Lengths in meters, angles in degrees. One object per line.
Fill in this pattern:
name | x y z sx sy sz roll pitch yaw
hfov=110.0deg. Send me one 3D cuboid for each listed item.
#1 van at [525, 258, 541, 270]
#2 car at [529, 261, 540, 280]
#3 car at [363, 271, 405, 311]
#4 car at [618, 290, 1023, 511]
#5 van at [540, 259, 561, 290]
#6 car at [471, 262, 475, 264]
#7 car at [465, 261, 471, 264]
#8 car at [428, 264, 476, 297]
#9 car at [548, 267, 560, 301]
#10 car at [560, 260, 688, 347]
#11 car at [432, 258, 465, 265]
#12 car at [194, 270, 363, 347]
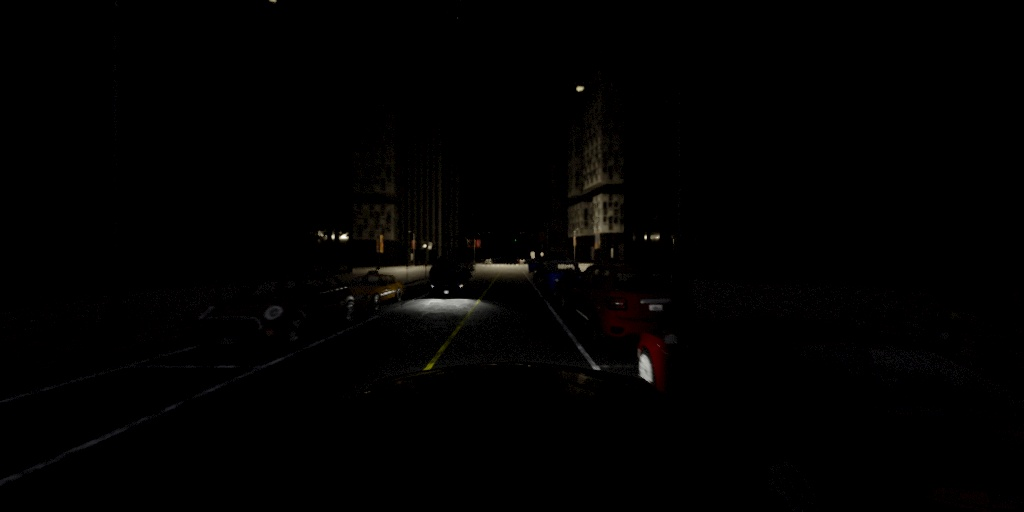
van | 2.764 1.177 42.338 1.690 1.789 3.998 0 0 0
car | 2.763 1.378 31.314 1.948 1.339 4.313 0 0 0
car | -5.762 1.302 14.601 1.751 1.417 4.829 0 0 0
car | 2.762 1.299 3.750 1.888 1.381 4.507 0 0 0
van | 2.763 1.129 20.288 1.690 1.789 3.998 0 0 0
car | -5.762 1.361 42.167 1.751 1.417 4.829 0 0 0
car | -5.762 1.374 36.824 2.007 1.370 4.403 0 0 0
car | -3.100 1.335 19.578 2.033 1.411 5.357 0 0 0
car | 2.763 1.322 14.776 1.888 1.381 4.507 0 0 0
car | 2.763 1.080 9.263 2.192 1.841 5.009 0 0 0
car | -5.762 1.127 31.311 2.192 1.841 5.009 0 0 0
car | -5.763 1.205 9.258 1.967 1.591 4.097 0 0 0
